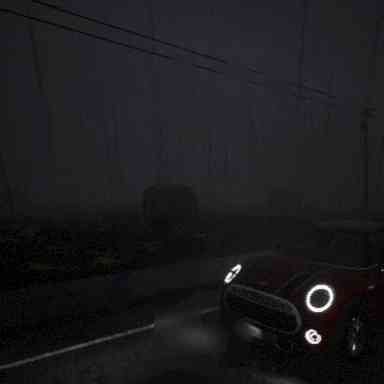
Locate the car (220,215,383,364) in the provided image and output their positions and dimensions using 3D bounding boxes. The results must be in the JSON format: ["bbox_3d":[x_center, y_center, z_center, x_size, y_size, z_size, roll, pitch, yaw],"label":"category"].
[{"bbox_3d":[2.656,1.352,5.998,4.553,1.767,2.097,0,0,-37],"label":"car"}]
